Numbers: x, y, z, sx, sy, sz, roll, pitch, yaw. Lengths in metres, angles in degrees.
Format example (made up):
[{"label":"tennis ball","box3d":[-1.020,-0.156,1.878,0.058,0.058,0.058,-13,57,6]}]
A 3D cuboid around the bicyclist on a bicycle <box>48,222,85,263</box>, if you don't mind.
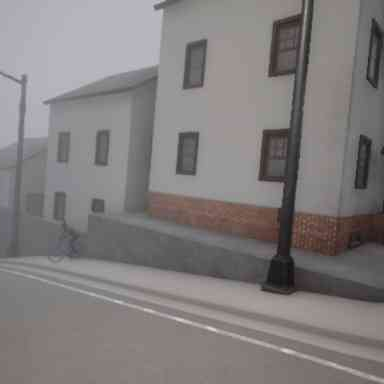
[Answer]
[{"label":"bicyclist on a bicycle","box3d":[-5.217,2.087,13.930,0.582,1.620,1.656,-3,-3,42]}]
